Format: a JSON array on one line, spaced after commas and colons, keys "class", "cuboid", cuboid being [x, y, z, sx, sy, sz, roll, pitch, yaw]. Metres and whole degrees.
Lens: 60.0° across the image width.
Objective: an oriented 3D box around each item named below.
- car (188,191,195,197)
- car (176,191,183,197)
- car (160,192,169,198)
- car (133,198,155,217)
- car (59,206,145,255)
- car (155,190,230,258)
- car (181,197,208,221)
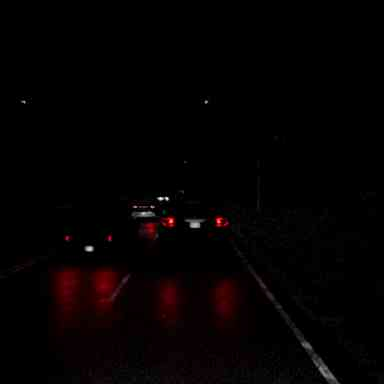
[{"class": "car", "cuboid": [-0.078, 0.431, 88.877, 1.837, 1.490, 4.892, 0, 1, 0]}, {"class": "car", "cuboid": [-3.330, 0.522, 89.319, 1.895, 1.301, 4.718, 0, 1, 0]}, {"class": "car", "cuboid": [-6.562, 0.621, 79.400, 1.895, 1.301, 4.718, 0, 1, 0]}, {"class": "car", "cuboid": [-3.169, 1.166, 24.108, 2.128, 1.511, 4.902, 0, 1, 0]}, {"class": "car", "cuboid": [-3.157, 1.432, 12.463, 1.895, 1.301, 4.718, 0, 1, 0]}, {"class": "car", "cuboid": [0.091, 1.049, 12.162, 2.150, 2.045, 5.566, 0, 0, 0]}, {"class": "car", "cuboid": [0.087, 1.194, 24.602, 1.812, 1.442, 4.674, 0, 1, -2]}]
